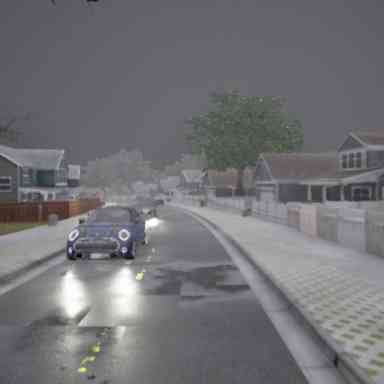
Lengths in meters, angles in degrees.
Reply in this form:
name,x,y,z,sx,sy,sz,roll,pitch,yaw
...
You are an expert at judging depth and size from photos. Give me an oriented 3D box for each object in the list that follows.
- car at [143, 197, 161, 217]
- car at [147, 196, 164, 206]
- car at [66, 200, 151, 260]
name,x,y,z,sx,sy,sz,roll,pitch,yaw
car,-4.197,1.480,31.019,2.128,1.511,4.902,0,0,-6
car,-5.889,1.523,55.650,1.882,1.535,5.008,0,0,-15
car,-2.933,1.330,12.252,2.097,1.767,4.553,0,0,-1
